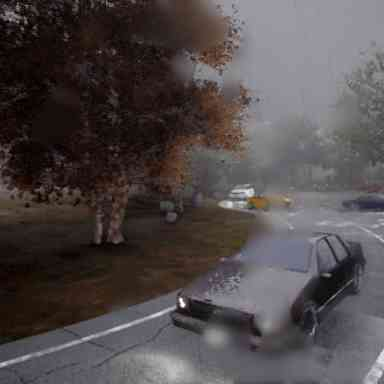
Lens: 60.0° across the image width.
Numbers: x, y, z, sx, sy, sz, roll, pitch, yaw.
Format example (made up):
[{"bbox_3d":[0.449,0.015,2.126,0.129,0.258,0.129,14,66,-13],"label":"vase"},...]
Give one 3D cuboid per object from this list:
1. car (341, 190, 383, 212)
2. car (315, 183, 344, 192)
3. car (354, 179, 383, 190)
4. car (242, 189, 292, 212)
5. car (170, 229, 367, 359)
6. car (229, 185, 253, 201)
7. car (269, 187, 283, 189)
[{"bbox_3d":[13.432,0.765,23.869,1.895,1.301,4.718,-4,2,-43],"label":"car"},{"bbox_3d":[23.802,-0.753,57.767,4.892,1.490,1.837,-1,1,-6],"label":"car"},{"bbox_3d":[29.608,-1.039,54.454,5.566,2.045,2.150,-1,2,10],"label":"car"},{"bbox_3d":[6.630,0.772,28.825,1.882,1.535,5.008,-3,1,-19],"label":"car"},{"bbox_3d":[1.963,1.493,6.482,2.033,1.411,5.357,0,1,39],"label":"car"},{"bbox_3d":[6.837,0.047,45.318,2.150,2.045,5.566,-2,2,25],"label":"car"},{"bbox_3d":[11.721,0.070,47.262,2.128,1.511,4.902,-1,2,38],"label":"car"}]
